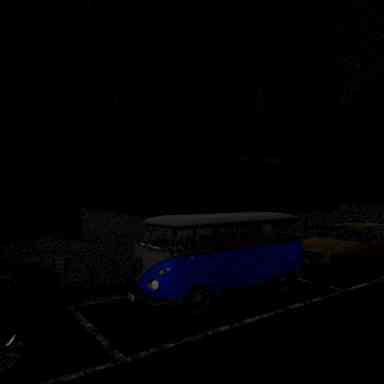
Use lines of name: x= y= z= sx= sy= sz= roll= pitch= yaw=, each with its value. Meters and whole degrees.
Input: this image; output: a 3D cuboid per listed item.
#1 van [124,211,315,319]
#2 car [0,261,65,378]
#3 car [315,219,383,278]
van: x=0.628 y=1.341 z=7.100 sx=3.998 sy=1.788 sz=1.690 roll=0 pitch=0 yaw=-35
car: x=-3.799 y=1.566 z=3.942 sx=4.313 sy=1.339 sz=1.947 roll=0 pitch=0 yaw=-35
car: x=4.917 y=1.526 z=10.158 sx=4.829 sy=1.417 sz=1.752 roll=0 pitch=0 yaw=-35
